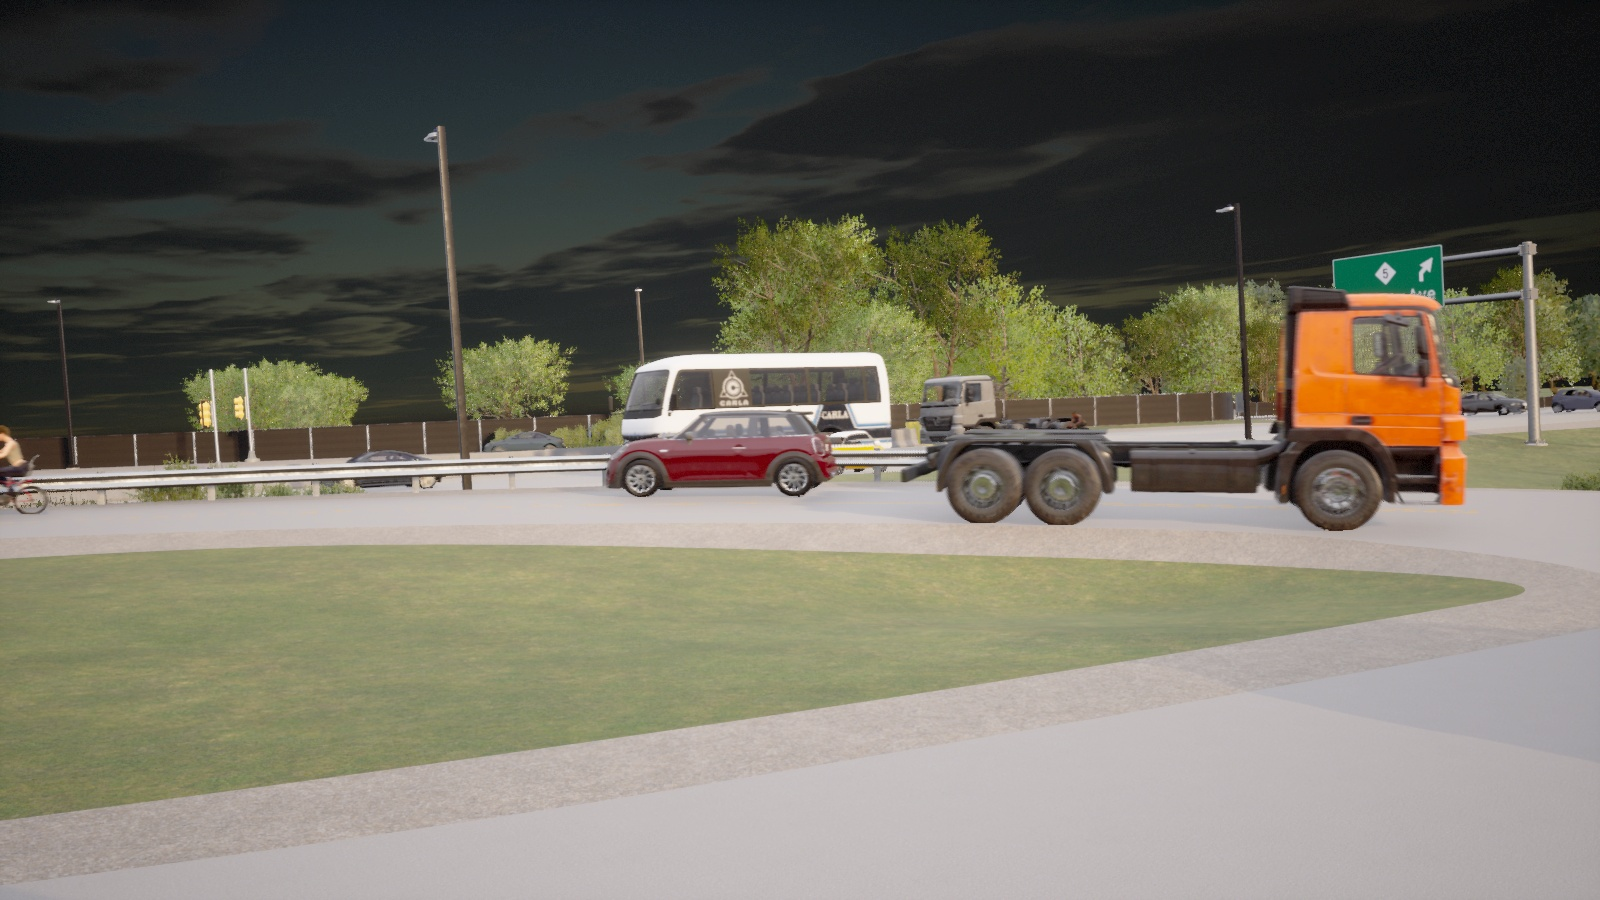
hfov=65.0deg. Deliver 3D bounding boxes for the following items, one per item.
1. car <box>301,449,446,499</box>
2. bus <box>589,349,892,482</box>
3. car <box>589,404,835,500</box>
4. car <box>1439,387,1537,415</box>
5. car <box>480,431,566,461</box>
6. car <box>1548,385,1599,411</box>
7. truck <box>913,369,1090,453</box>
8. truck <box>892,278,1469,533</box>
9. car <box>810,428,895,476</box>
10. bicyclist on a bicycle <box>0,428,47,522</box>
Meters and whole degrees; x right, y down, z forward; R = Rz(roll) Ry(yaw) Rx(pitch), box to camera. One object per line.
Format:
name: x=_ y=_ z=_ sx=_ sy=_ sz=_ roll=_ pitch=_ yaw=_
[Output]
car: x=-14.288 y=0.776 z=42.148 sx=4.181 sy=1.385 sz=1.994 roll=-4 pitch=2 yaw=-33
bus: x=-2.043 y=-1.352 z=45.859 sx=10.273 sy=4.253 sz=3.944 roll=-4 pitch=2 yaw=-33
car: x=-1.683 y=0.009 z=25.173 sx=4.553 sy=1.767 sz=2.097 roll=-1 pitch=2 yaw=8
car: x=43.023 y=-3.079 z=78.647 sx=2.128 sy=1.511 sz=4.902 roll=-4 pitch=2 yaw=-33
car: x=-14.559 y=-0.221 z=66.103 sx=4.181 sy=1.385 sz=1.994 roll=-2 pitch=2 yaw=-6
car: x=48.263 y=-3.224 z=76.981 sx=1.845 sy=1.501 sz=3.633 roll=-3 pitch=2 yaw=-32
truck: x=9.243 y=-1.811 z=57.265 sx=7.936 sy=3.462 sz=2.891 roll=-4 pitch=2 yaw=-33
truck: x=5.637 y=-0.683 z=19.522 sx=7.936 sy=3.462 sz=2.891 roll=0 pitch=3 yaw=16
car: x=1.669 y=0.062 z=39.919 sx=2.207 sy=1.376 sz=1.481 roll=-4 pitch=2 yaw=-33
bicyclist on a bicycle: x=-14.213 y=0.439 z=22.116 sx=1.509 sy=1.612 sz=0.866 roll=-2 pitch=2 yaw=-27
